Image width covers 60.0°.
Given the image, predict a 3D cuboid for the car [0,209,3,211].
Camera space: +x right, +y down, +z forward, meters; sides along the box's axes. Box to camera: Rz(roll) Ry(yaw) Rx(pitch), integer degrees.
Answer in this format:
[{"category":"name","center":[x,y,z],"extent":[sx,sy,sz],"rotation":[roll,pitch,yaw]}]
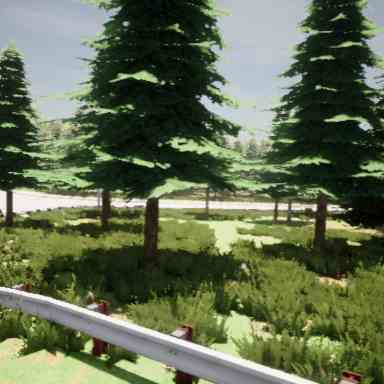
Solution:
[{"category":"car","center":[-16.653,1.441,24.850],"extent":[2.033,1.411,5.357],"rotation":[4,2,8]}]
